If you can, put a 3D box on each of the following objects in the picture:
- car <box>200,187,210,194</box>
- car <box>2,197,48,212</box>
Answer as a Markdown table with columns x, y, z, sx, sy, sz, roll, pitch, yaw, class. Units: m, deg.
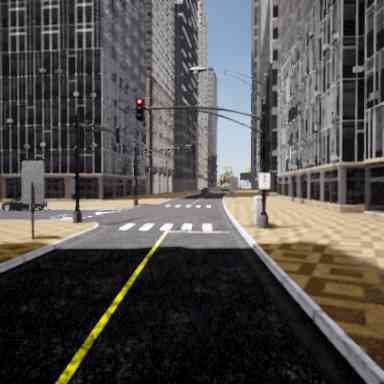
| x | y | z | sx | sy | sz | roll | pitch | yaw | class |
| --- | --- | --- | --- | --- | --- | --- | --- | --- | --- |
| 3.080 | -0.256 | 76.408 | 1.837 | 1.490 | 4.892 | 0 | 1 | 9 | car |
| -16.240 | 1.144 | 32.319 | 4.403 | 1.369 | 2.008 | -1 | 2 | 10 | car |
